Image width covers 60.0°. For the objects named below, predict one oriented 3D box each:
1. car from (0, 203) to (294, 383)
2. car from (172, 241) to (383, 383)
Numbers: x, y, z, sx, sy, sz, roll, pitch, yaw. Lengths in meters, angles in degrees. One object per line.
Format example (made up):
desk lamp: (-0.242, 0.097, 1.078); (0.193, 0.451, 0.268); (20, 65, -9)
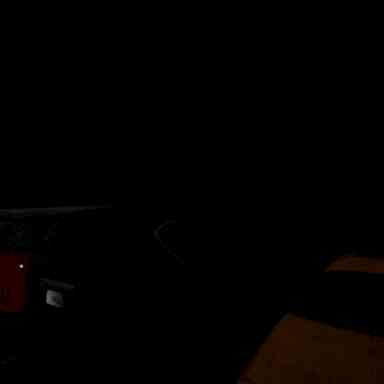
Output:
car: (0.099, 1.234, 5.725); (2.435, 2.045, 5.566); (0, 0, 36)
car: (2.230, 1.477, 3.943); (1.946, 1.575, 5.366); (0, 0, 35)
